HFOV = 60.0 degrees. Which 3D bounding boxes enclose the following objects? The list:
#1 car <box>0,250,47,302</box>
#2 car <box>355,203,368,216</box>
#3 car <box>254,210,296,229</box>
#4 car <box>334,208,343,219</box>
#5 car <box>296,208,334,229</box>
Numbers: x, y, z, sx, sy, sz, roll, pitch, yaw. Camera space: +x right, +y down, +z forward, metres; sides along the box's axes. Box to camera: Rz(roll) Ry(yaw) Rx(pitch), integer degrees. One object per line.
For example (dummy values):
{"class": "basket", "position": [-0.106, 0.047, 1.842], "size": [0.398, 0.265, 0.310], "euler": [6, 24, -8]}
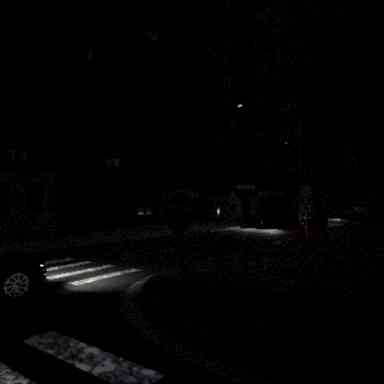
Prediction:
{"class": "car", "position": [-5.433, 1.660, 6.661], "size": [1.837, 1.490, 4.892], "euler": [-2, -2, 36]}
{"class": "car", "position": [26.539, 2.680, 51.059], "size": [2.150, 2.045, 5.566], "euler": [-1, -3, 36]}
{"class": "car", "position": [7.104, 2.341, 29.105], "size": [1.837, 1.490, 4.892], "euler": [-1, -2, 36]}
{"class": "car", "position": [19.411, 2.884, 46.027], "size": [1.812, 1.442, 4.674], "euler": [-1, -2, 36]}
{"class": "car", "position": [10.197, 2.305, 28.358], "size": [2.128, 1.511, 4.902], "euler": [-1, -2, 36]}
